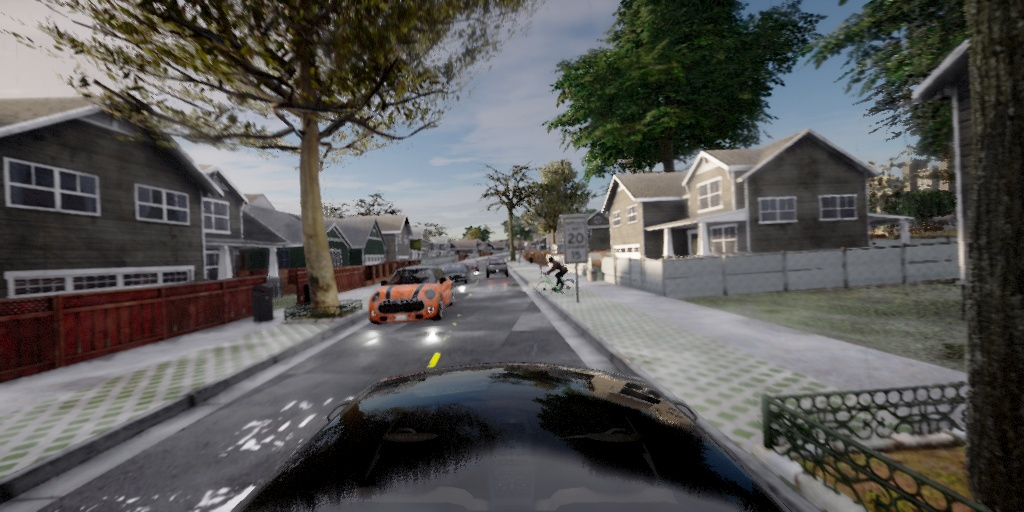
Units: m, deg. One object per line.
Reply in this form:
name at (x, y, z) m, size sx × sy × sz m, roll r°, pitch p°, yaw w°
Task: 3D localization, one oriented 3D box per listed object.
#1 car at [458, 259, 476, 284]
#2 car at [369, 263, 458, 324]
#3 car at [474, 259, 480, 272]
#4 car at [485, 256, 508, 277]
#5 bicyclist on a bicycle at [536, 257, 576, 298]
car at (-3.968, 1.216, 25.821) m, size 2.033 × 1.411 × 5.357 m, roll -3°, pitch 1°, yaw -3°
car at (-3.293, 1.143, 12.430) m, size 2.097 × 1.767 × 4.553 m, roll -3°, pitch 1°, yaw -3°
car at (-4.655, 1.035, 40.250) m, size 1.812 × 1.442 × 4.674 m, roll -3°, pitch 1°, yaw -2°
car at (-1.329, 0.966, 31.619) m, size 2.128 × 1.511 × 4.902 m, roll -3°, pitch 1°, yaw -3°
bicyclist on a bicycle at (1.744, 0.846, 14.296) m, size 1.656 × 1.620 × 0.582 m, roll -3°, pitch 1°, yaw -3°
